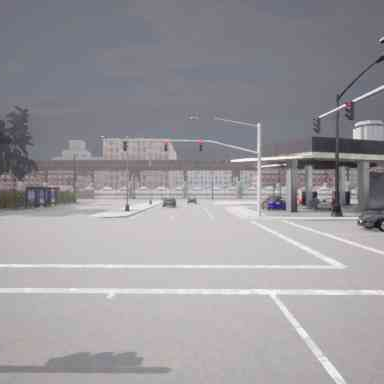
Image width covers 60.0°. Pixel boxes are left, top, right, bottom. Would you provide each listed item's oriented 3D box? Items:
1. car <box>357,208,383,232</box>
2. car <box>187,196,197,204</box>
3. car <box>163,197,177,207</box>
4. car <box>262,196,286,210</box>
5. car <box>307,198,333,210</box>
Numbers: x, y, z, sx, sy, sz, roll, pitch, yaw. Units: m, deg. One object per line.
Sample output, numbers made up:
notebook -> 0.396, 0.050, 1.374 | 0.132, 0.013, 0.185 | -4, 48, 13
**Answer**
car -> 12.297, 1.505, 19.528 | 4.892, 1.490, 1.837 | 0, 0, -1
car -> 0.022, 1.547, 64.370 | 2.033, 1.411, 5.357 | 0, 0, 0
car -> -3.382, 1.491, 51.147 | 2.128, 1.511, 4.902 | 0, 0, 0
car -> 9.724, 1.295, 39.691 | 2.242, 1.667, 4.611 | 0, 0, 0
car -> 15.469, 1.456, 40.452 | 1.970, 1.475, 3.806 | 0, 0, 0
